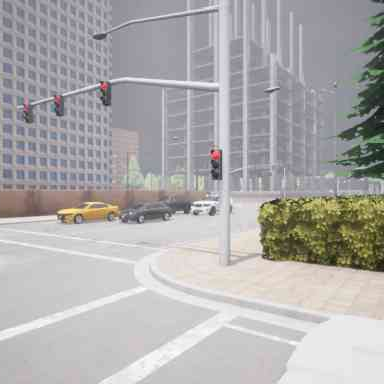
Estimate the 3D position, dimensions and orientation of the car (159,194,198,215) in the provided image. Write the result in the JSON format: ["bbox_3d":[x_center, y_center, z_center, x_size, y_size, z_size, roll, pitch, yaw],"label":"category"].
[{"bbox_3d":[-2.158,1.277,33.800,2.150,2.045,5.566,0,0,35],"label":"car"}]

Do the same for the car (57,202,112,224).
[{"bbox_3d":[-7.930,1.533,25.712,1.882,1.535,5.008,0,0,35],"label":"car"}]

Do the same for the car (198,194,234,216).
[{"bbox_3d":[2.186,1.277,33.848,2.150,2.045,5.566,0,0,36],"label":"car"}]

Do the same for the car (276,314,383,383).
[{"bbox_3d":[2.878,1.601,1.914,4.718,1.301,1.895,0,0,36],"label":"car"}]

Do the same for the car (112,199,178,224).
[{"bbox_3d":[-3.541,1.560,25.838,1.837,1.490,4.892,0,0,36],"label":"car"}]
